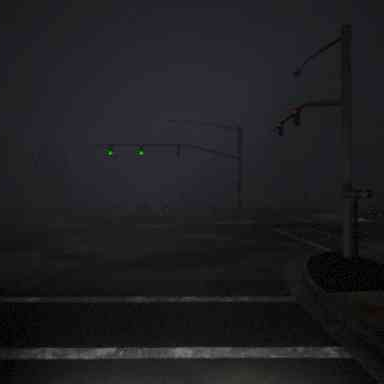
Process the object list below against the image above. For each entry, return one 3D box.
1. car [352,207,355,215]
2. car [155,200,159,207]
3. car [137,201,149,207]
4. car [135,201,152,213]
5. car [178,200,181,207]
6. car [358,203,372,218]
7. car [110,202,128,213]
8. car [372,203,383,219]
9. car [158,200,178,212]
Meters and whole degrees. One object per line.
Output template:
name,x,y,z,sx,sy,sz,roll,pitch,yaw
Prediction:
car,20.070,2.027,37.937,4.674,1.442,1.812,0,-1,1
car,-6.981,2.469,73.331,1.837,1.490,4.892,0,-1,0
car,-10.480,2.544,71.787,1.895,1.301,4.718,0,-1,0
car,-6.891,2.192,47.482,1.994,1.385,4.181,0,-1,0
car,-3.479,2.468,73.300,1.837,1.490,4.892,0,-1,0
car,19.979,1.981,34.443,4.674,1.442,1.812,0,-1,1
car,-10.390,2.151,47.257,1.812,1.442,4.674,0,-1,0
car,19.997,1.900,30.944,4.902,1.511,2.128,0,-1,1
car,-3.390,2.159,47.928,1.812,1.442,4.674,0,-1,0
